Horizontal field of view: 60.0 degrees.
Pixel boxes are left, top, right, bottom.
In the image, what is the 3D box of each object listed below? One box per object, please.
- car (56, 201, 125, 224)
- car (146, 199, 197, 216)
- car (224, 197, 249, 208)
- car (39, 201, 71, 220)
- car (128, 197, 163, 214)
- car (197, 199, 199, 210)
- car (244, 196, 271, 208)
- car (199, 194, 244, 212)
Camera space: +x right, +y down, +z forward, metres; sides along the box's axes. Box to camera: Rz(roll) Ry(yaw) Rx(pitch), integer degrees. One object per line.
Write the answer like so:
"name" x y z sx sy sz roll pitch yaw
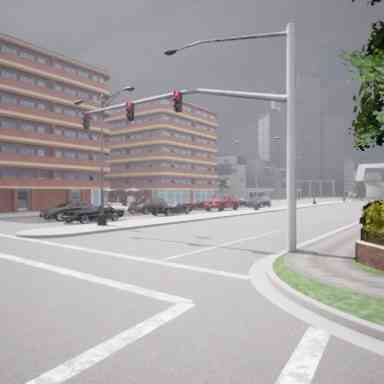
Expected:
"car" -7.346 1.595 24.889 1.895 1.301 4.718 0 0 33
"car" -1.933 1.593 32.285 1.895 1.301 4.718 0 0 36
"car" 6.765 1.519 50.110 1.812 1.442 4.674 0 0 36
"car" -9.948 1.498 27.224 1.837 1.490 4.892 0 0 36
"car" -4.544 1.346 34.635 2.097 1.767 4.553 0 0 35
"car" 0.711 1.594 41.851 1.895 1.301 4.718 0 0 36
"car" 9.698 1.347 48.193 2.097 1.767 4.553 0 0 36
"car" 3.644 1.216 39.929 2.150 2.045 5.566 0 0 36
